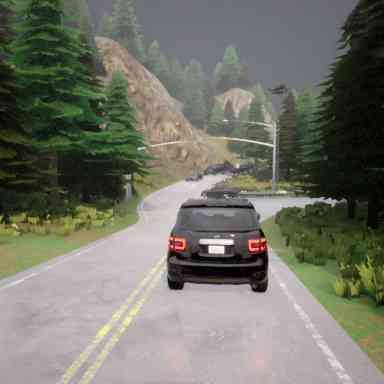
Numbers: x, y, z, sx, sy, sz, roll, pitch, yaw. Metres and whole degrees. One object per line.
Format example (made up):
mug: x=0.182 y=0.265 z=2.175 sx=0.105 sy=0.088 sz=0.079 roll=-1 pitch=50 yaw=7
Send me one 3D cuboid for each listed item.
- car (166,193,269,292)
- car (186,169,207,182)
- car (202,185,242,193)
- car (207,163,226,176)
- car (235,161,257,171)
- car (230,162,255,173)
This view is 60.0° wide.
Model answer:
car: x=0.706 y=1.173 z=8.984 sx=2.150 sy=2.045 sz=5.566 roll=0 pitch=0 yaw=5
car: x=0.436 y=-2.528 z=55.237 sx=1.994 sy=1.385 sz=4.181 roll=2 pitch=10 yaw=19
car: x=3.156 y=0.014 z=36.805 sx=4.892 sy=1.490 sz=1.837 roll=-2 pitch=8 yaw=43
car: x=4.459 y=-4.334 z=63.770 sx=2.150 sy=2.045 sz=5.566 roll=3 pitch=10 yaw=36
car: x=11.497 y=-5.591 z=70.919 sx=4.553 sy=1.767 sz=2.097 roll=-9 pitch=9 yaw=-36
car: x=9.764 y=-4.513 z=65.280 sx=5.357 sy=1.411 sz=2.033 roll=-11 pitch=11 yaw=-43
